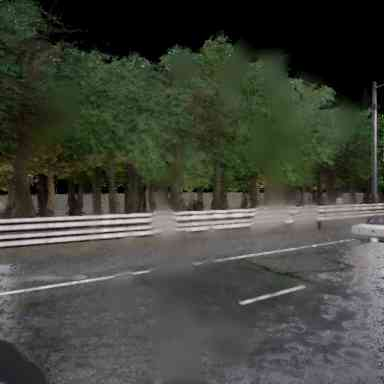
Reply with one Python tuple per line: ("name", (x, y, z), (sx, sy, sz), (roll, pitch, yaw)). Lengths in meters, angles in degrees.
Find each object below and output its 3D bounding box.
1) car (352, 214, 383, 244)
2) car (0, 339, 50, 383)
("car", (9.056, 1.609, 14.492), (4.718, 1.301, 1.895), (0, 0, -35))
("car", (-3.200, 1.503, 1.465), (4.892, 1.490, 1.837), (0, 0, -35))
